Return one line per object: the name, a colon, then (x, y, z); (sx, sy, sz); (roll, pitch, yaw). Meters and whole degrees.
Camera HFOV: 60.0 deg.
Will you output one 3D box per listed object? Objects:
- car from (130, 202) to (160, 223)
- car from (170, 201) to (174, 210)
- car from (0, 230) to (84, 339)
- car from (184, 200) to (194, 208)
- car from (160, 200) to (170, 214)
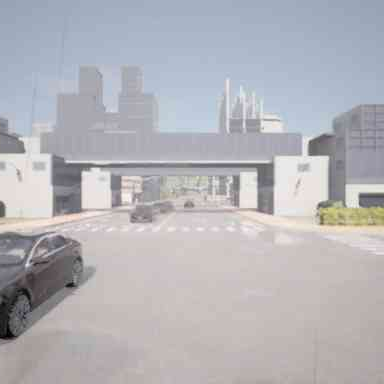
car: (-4.245, 1.891, 29.379); (1.837, 1.490, 4.892); (0, -1, 0)
car: (-4.202, 2.249, 57.691); (1.837, 1.490, 4.892); (0, -1, 1)
car: (-3.701, 1.594, 6.820); (2.128, 1.511, 4.902); (0, -1, -1)
car: (-0.537, 2.302, 64.127); (1.882, 1.535, 5.008); (0, -1, 0)
car: (-4.233, 2.084, 42.968); (1.812, 1.442, 4.674); (0, -1, 0)
